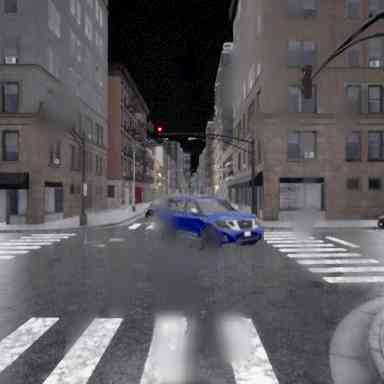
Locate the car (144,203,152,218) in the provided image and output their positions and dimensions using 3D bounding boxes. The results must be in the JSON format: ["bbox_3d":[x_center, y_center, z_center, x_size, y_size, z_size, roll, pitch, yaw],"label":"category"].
[{"bbox_3d":[-3.044,1.587,29.564,1.895,1.301,4.718,0,0,0],"label":"car"}]

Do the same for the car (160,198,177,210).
[{"bbox_3d":[-3.014,1.528,43.534,1.994,1.385,4.181,0,0,0],"label":"car"}]

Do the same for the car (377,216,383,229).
[{"bbox_3d":[12.169,1.438,17.439,4.507,1.381,1.887,-1,0,1],"label":"car"}]

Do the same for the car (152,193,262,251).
[{"bbox_3d":[0.558,1.219,14.679,2.150,2.045,5.566,-1,0,-33],"label":"car"}]
